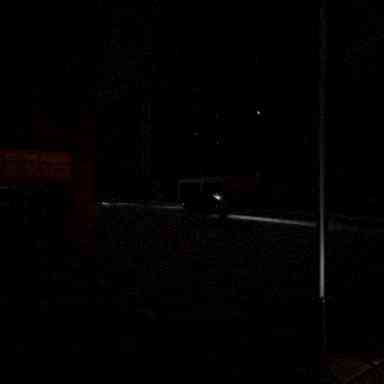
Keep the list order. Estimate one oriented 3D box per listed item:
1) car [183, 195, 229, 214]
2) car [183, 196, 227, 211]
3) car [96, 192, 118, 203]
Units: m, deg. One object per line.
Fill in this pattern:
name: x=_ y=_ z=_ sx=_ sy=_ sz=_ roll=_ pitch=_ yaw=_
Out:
car: x=1.116 y=1.066 z=28.479 sx=2.128 sy=1.511 sz=4.902 roll=0 pitch=1 yaw=-35
car: x=1.224 y=1.132 z=33.431 sx=1.895 sy=1.301 sz=4.718 roll=0 pitch=1 yaw=-35
car: x=-12.170 y=0.778 z=47.423 sx=1.837 sy=1.490 sz=4.892 roll=0 pitch=0 yaw=-35
